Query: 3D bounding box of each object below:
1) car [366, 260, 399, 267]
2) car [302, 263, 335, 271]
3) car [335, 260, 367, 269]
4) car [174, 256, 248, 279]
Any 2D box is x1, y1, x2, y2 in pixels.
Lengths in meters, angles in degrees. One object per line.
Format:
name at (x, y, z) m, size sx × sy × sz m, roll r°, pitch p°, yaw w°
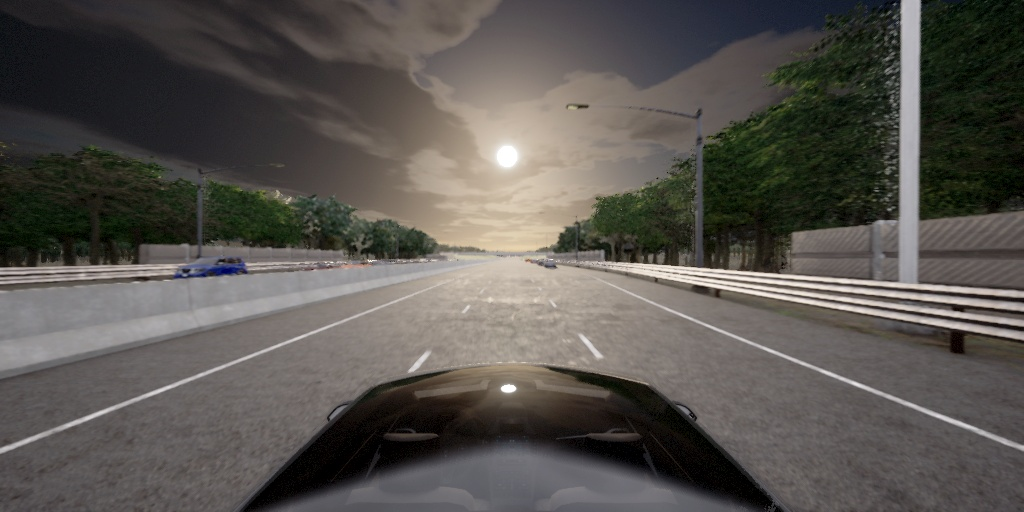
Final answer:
car at (-14.068, 1.364, 40.339) m, size 2.128 × 1.511 × 4.902 m, roll 0°, pitch 0°, yaw 0°
car at (-21.054, 1.471, 39.586) m, size 1.895 × 1.301 × 4.718 m, roll 0°, pitch 0°, yaw 0°
car at (-17.565, 1.227, 40.513) m, size 2.097 × 1.767 × 4.553 m, roll 0°, pitch 0°, yaw 0°
car at (-23.838, 1.056, 28.741) m, size 2.150 × 2.045 × 5.566 m, roll 0°, pitch 0°, yaw -3°
